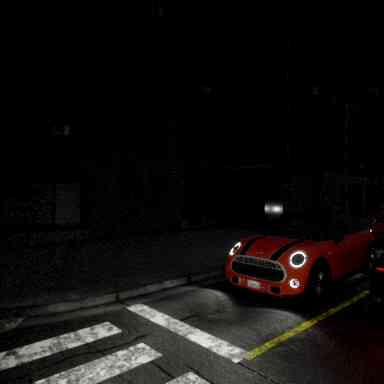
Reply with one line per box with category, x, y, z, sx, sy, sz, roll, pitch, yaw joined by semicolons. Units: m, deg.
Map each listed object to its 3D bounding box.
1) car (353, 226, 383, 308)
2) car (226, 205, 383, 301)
car;5.277;1.491;6.778;4.892;1.490;1.837;0;0;-43
car;2.907;1.323;8.433;4.553;1.767;2.097;0;0;-43
